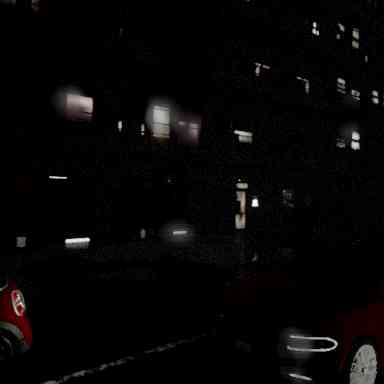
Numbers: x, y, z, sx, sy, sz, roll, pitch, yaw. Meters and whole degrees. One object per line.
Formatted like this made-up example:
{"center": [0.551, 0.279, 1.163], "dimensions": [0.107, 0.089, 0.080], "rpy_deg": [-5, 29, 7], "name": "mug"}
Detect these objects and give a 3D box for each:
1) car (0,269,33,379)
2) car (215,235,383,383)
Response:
{"center": [-4.102, 1.435, 3.632], "dimensions": [4.097, 1.590, 1.967], "rpy_deg": [0, 0, -35], "name": "car"}
{"center": [2.615, 1.495, 5.227], "dimensions": [5.008, 1.535, 1.882], "rpy_deg": [0, 0, -35], "name": "car"}
